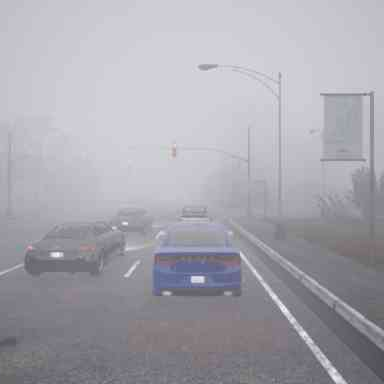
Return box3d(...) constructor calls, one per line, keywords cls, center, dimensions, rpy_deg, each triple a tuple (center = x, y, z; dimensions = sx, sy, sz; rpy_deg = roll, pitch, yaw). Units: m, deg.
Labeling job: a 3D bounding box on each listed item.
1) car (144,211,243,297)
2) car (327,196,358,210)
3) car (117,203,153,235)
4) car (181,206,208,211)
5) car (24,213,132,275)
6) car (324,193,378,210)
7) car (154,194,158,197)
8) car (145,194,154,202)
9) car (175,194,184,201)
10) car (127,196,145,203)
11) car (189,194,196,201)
box3d(cls="car", center=(0.113, 1.474, 8.649), dimensions=(1.882, 1.535, 5.008), rpy_deg=(0, 0, 0))
box3d(cls="car", center=(18.372, 1.463, 38.091), dimensions=(5.008, 1.535, 1.882), rpy_deg=(0, 0, 3))
box3d(cls="car", center=(-3.370, 1.557, 18.806), dimensions=(1.994, 1.385, 4.181), rpy_deg=(0, 0, 0))
box3d(cls="car", center=(0.129, 1.485, 18.148), dimensions=(2.128, 1.511, 4.902), rpy_deg=(0, 0, 0))
box3d(cls="car", center=(-3.393, 1.560, 10.423), dimensions=(1.994, 1.385, 4.181), rpy_deg=(0, 0, 1))
box3d(cls="car", center=(19.749, 1.204, 41.509), dimensions=(5.566, 2.045, 2.150), rpy_deg=(0, 0, 3))
box3d(cls="car", center=(-10.351, 1.104, 91.048), dimensions=(1.812, 1.442, 4.674), rpy_deg=(0, 0, 0))
box3d(cls="car", center=(-10.376, 1.524, 75.680), dimensions=(1.994, 1.385, 4.181), rpy_deg=(0, 0, 0))
box3d(cls="car", center=(-3.359, 1.317, 86.007), dimensions=(2.097, 1.767, 4.553), rpy_deg=(0, 0, 0))
box3d(cls="car", center=(-10.465, 1.469, 60.223), dimensions=(2.128, 1.511, 4.902), rpy_deg=(0, 0, 0))
box3d(cls="car", center=(0.141, 1.501, 85.615), dimensions=(2.033, 1.411, 5.357), rpy_deg=(0, 0, 0))
